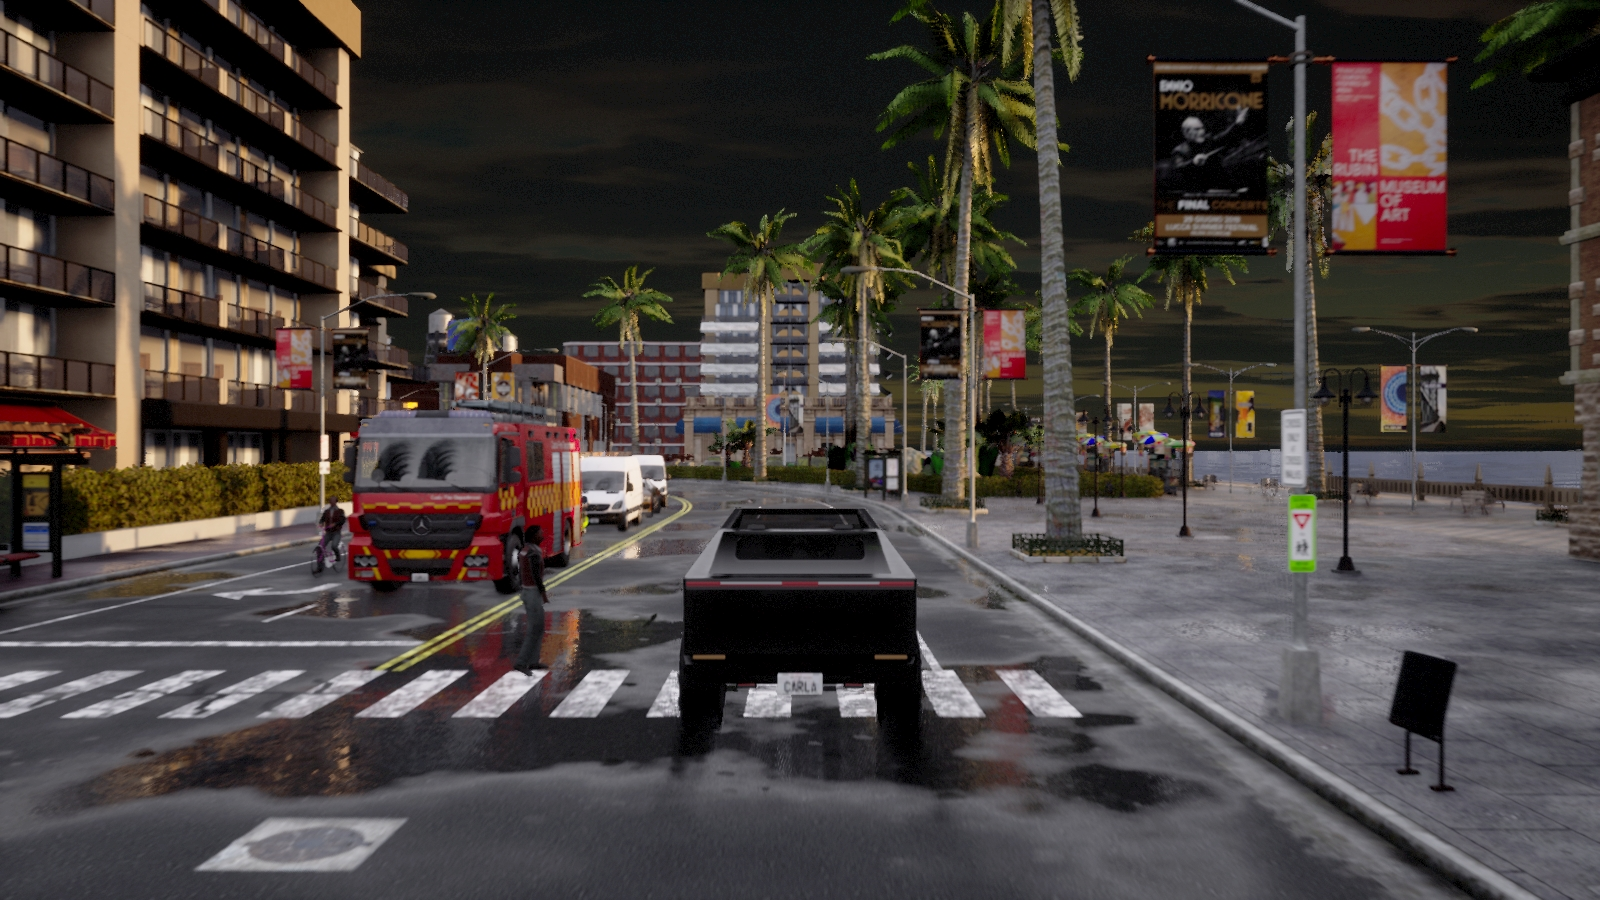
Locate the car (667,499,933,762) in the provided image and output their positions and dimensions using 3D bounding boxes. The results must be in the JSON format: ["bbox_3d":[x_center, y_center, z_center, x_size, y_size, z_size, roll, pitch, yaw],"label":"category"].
[{"bbox_3d":[0.001,1.753,13.386,2.390,2.098,6.274,0,0,0],"label":"car"}]

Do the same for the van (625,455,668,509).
[{"bbox_3d":[-7.625,1.535,57.127,1.988,2.561,5.915,0,0,-7],"label":"van"}]

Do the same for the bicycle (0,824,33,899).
[{"bbox_3d":[-3.484,2.210,4.024,0.329,1.171,1.835,0,0,0],"label":"bicycle"}]

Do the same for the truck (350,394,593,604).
[{"bbox_3d":[-6.747,0.891,25.045,2.891,3.827,8.468,0,0,0],"label":"truck"}]

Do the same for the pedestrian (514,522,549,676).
[{"bbox_3d":[-3.352,1.849,14.271,0.375,1.860,0.375,0,0,-21],"label":"pedestrian"}]

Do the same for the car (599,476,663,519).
[{"bbox_3d":[-7.164,1.992,48.910,2.152,1.651,5.027,0,0,-2],"label":"car"}]

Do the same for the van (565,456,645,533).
[{"bbox_3d":[-7.038,1.534,41.872,1.988,2.561,5.915,0,0,-1],"label":"van"}]
